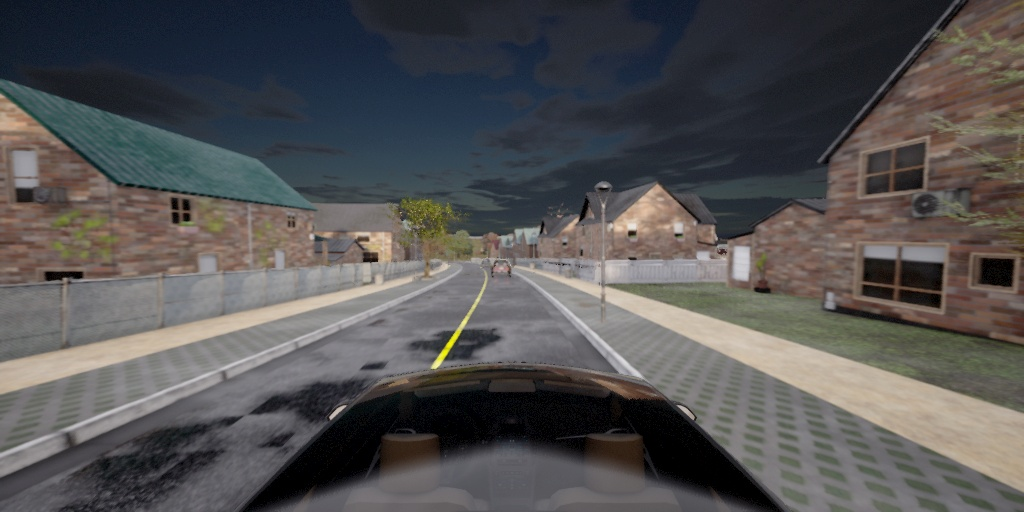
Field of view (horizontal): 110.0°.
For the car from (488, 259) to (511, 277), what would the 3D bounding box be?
[{"bbox_3d":[-1.125,1.258,35.389,2.033,1.649,4.856,0,-1,-4],"label":"car"}]
